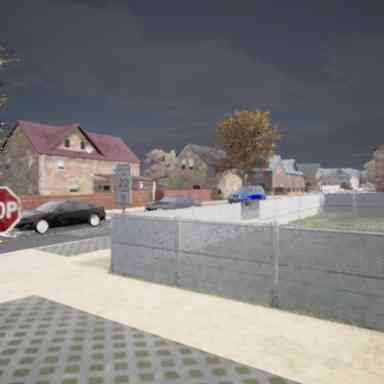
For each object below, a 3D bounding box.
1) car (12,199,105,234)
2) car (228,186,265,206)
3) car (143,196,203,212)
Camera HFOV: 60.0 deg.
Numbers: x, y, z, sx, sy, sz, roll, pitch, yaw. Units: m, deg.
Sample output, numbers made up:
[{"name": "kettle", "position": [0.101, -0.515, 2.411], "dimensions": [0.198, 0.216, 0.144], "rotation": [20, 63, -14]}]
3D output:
[{"name": "car", "position": [-6.883, 1.150, 17.458], "dimensions": [1.882, 1.535, 5.008], "rotation": [1, 2, 34]}, {"name": "car", "position": [5.915, 0.377, 35.458], "dimensions": [2.150, 2.045, 5.566], "rotation": [1, 2, 36]}, {"name": "car", "position": [-1.273, 0.991, 25.393], "dimensions": [2.033, 1.411, 5.357], "rotation": [1, 2, 35]}]
